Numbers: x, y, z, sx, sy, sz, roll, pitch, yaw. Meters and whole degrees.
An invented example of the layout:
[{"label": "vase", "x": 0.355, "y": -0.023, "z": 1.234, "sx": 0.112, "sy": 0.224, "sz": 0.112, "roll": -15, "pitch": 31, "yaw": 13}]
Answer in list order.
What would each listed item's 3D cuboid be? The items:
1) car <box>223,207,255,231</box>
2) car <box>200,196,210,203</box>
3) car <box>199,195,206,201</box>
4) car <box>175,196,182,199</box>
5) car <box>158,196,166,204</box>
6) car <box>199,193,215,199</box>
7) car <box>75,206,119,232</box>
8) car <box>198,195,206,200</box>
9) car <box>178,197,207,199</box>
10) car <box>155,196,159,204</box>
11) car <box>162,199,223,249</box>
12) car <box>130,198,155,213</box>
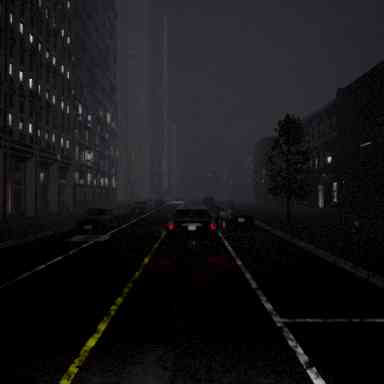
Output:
[{"label": "car", "x": 2.703, "y": 1.565, "z": 20.368, "sx": 1.947, "sy": 1.339, "sz": 4.313, "roll": 1, "pitch": 0, "yaw": 0}, {"label": "car", "x": 2.702, "y": 1.538, "z": 70.282, "sx": 1.947, "sy": 1.339, "sz": 4.313, "roll": 1, "pitch": 0, "yaw": 0}, {"label": "car", "x": 2.703, "y": 1.481, "z": 86.487, "sx": 1.752, "sy": 1.417, "sz": 4.829, "roll": 1, "pitch": 0, "yaw": 0}, {"label": "car", "x": -3.000, "y": 1.510, "z": 76.749, "sx": 1.994, "sy": 1.385, "sz": 4.181, "roll": 0, "pitch": 0, "yaw": 0}, {"label": "car", "x": -5.675, "y": 1.423, "z": 59.186, "sx": 1.967, "sy": 1.590, "sz": 4.097, "roll": 1, "pitch": 0, "yaw": 0}, {"label": "car", "x": 2.706, "y": 1.302, "z": 53.643, "sx": 2.192, "sy": 1.841, "sz": 5.009, "roll": 1, "pitch": 0, "yaw": 0}, {"label": "car", "x": -5.678, "y": 1.565, "z": 20.365, "sx": 1.947, "sy": 1.339, "sz": 4.313, "roll": 1, "pitch": 0, "yaw": 0}, {"label": "car", "x": 2.703, "y": 1.500, "z": 91.795, "sx": 2.008, "sy": 1.369, "sz": 4.403, "roll": 1, "pitch": 0, "yaw": 0}, {"label": "car", "x": 0.000, "y": 1.493, "z": 29.653, "sx": 2.128, "sy": 1.511, "sz": 4.902, "roll": 0, "pitch": 0, "yaw": 0}, {"label": "car", "x": -5.678, "y": 1.574, "z": 42.548, "sx": 1.802, "sy": 1.307, "sz": 4.206, "roll": 1, "pitch": 0, "yaw": 0}, {"label": "car", "x": 0.000, "y": 1.366, "z": 14.621, "sx": 2.097, "sy": 1.767, "sz": 4.553, "roll": 0, "pitch": 0, "yaw": 0}, {"label": "car", "x": -5.678, "y": 1.560, "z": 37.003, "sx": 1.947, "sy": 1.339, "sz": 4.313, "roll": 1, "pitch": 0, "yaw": 0}]
